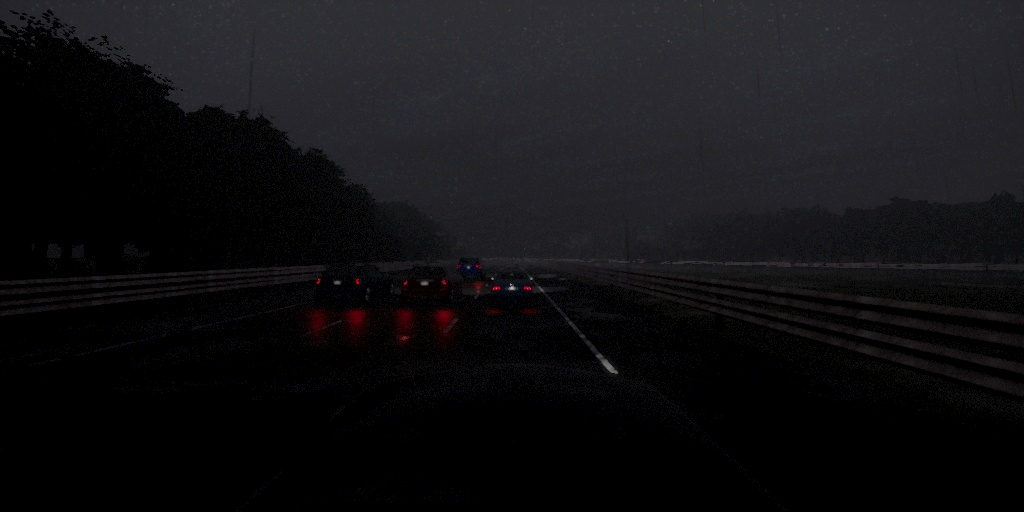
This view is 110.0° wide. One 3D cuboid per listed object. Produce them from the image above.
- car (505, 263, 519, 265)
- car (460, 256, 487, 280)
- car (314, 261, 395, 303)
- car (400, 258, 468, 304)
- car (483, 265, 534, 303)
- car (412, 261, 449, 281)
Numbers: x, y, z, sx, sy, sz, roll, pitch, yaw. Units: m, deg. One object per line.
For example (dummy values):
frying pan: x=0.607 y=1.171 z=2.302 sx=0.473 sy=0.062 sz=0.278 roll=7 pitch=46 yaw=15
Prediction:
car: x=0.000 y=1.301 z=31.500 sx=1.812 sy=1.442 sz=4.674 roll=0 pitch=0 yaw=0
car: x=-3.500 y=1.026 z=31.530 sx=2.150 sy=2.045 sz=5.566 roll=0 pitch=0 yaw=0
car: x=-6.993 y=1.099 z=16.473 sx=2.097 sy=1.767 sz=4.553 roll=0 pitch=0 yaw=0
car: x=-3.500 y=1.121 z=16.470 sx=2.097 sy=1.767 sz=4.553 roll=0 pitch=0 yaw=0
car: x=0.000 y=1.318 z=16.499 sx=2.033 sy=1.411 sz=5.357 roll=0 pitch=0 yaw=0
car: x=-7.000 y=1.263 z=31.500 sx=2.128 sy=1.511 sz=4.902 roll=0 pitch=0 yaw=0
